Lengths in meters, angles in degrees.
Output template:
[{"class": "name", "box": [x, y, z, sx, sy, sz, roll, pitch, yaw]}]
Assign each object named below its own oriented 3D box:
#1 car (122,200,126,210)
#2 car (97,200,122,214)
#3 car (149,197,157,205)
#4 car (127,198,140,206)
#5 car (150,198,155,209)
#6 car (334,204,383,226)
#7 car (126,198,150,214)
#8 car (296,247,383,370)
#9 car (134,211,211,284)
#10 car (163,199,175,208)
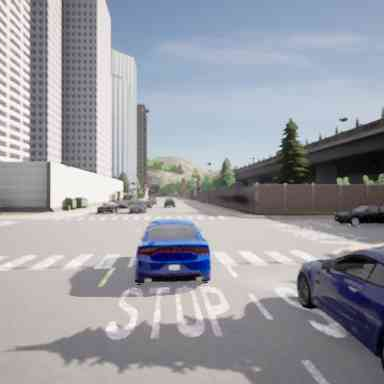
[{"class": "car", "box": [-10.613, 1.914, 50.692, 2.033, 1.411, 5.357, 0, 0, -4]}, {"class": "car", "box": [-9.776, 1.883, 38.832, 1.895, 1.301, 4.718, 0, 0, -4]}, {"class": "car", "box": [-8.275, 1.840, 68.498, 2.097, 1.767, 4.553, 0, 0, -4]}, {"class": "car", "box": [-11.653, 2.024, 66.659, 2.033, 1.411, 5.357, 0, 0, -4]}, {"class": "car", "box": [-7.155, 1.969, 51.429, 1.895, 1.301, 4.718, 0, 0, -4]}, {"class": "car", "box": [13.162, 1.693, 24.680, 5.008, 1.535, 1.882, 0, 0, -4]}, {"class": "car", "box": [-6.285, 1.783, 39.085, 1.837, 1.490, 4.892, 0, 0, -4]}, {"class": "car", "box": [3.149, 1.559, 5.063, 1.812, 1.442, 4.674, 0, 0, -2]}, {"class": "car", "box": [-0.636, 1.556, 9.911, 1.882, 1.535, 5.008, 0, 0, -5]}, {"class": "car", "box": [-3.943, 1.917, 58.292, 1.837, 1.490, 4.892, 0, 0, -4]}]
